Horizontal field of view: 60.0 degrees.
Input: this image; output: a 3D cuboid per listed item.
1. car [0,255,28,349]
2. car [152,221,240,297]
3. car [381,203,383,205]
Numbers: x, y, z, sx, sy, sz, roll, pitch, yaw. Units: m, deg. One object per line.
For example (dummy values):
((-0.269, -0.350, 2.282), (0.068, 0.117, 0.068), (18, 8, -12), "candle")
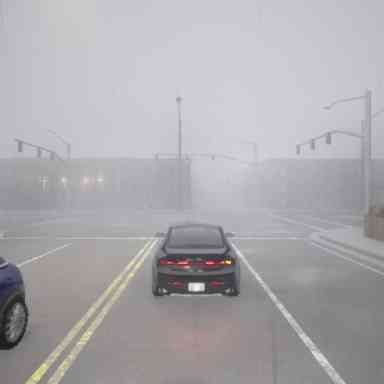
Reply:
((-3.583, 1.351, 3.212), (2.097, 1.767, 4.553), (0, 0, 0), "car")
((0.081, 1.506, 8.591), (1.837, 1.490, 4.892), (0, 0, 0), "car")
((18.021, 1.526, 29.759), (4.674, 1.442, 1.812), (0, 0, -2), "car")
